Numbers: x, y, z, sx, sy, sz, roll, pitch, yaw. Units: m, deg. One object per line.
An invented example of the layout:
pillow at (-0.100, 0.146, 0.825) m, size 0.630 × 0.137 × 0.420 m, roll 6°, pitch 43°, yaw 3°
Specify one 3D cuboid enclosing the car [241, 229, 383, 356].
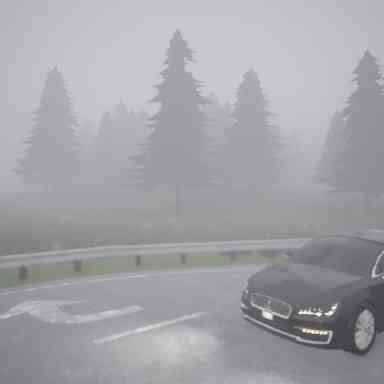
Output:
car at (3.059, 1.509, 6.157) m, size 4.892 × 1.490 × 1.837 m, roll 0°, pitch 0°, yaw -35°
